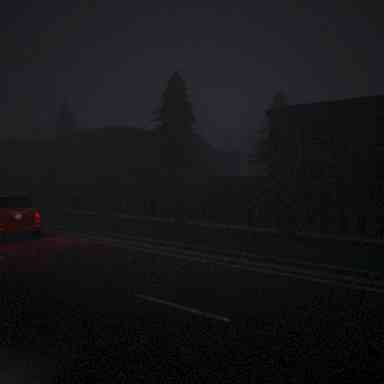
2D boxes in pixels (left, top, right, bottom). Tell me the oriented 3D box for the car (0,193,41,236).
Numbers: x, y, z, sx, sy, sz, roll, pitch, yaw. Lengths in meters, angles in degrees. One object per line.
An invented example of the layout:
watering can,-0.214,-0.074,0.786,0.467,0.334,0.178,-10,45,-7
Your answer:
car,-8.338,0.874,13.832,4.553,1.767,2.097,2,2,34
